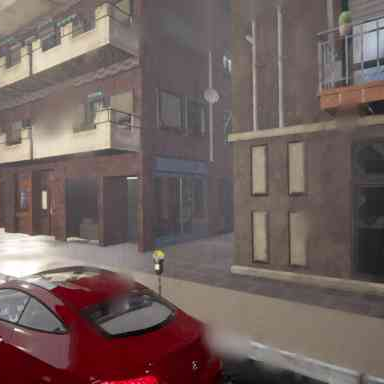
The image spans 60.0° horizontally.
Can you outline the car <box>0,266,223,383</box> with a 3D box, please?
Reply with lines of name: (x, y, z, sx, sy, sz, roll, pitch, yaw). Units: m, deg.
car: (-1.633, 1.583, 4.011, 4.206, 1.307, 1.802, 0, -1, 35)
